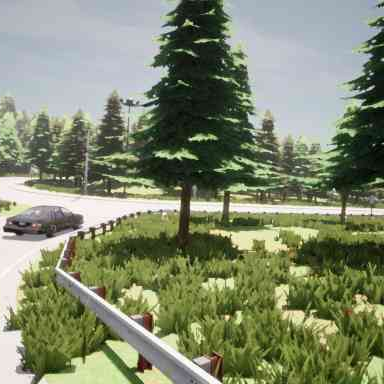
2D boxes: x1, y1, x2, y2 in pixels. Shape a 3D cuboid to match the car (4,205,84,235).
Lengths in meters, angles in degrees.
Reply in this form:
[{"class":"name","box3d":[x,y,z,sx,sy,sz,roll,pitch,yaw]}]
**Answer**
[{"class":"car","box3d":[-7.407,1.414,17.304,2.033,1.411,5.357,4,1,3]}]
